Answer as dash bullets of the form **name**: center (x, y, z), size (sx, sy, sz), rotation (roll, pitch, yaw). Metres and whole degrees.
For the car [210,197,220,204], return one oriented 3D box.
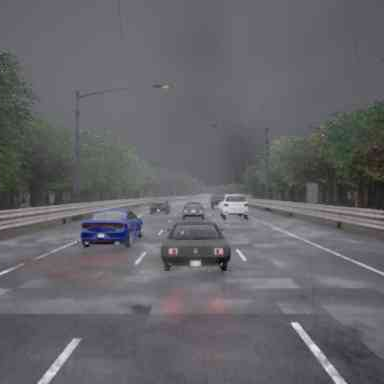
- **car**: center (4.767, 1.815, 70.785), size (2.033, 1.411, 5.357), rotation (0, -1, 3)

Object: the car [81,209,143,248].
- **car**: center (-3.397, 1.484, 14.914), size (1.882, 1.535, 5.008), rotation (0, 0, 0)

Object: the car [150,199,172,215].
- **car**: center (-3.276, 1.564, 35.310), size (1.837, 1.490, 4.892), rotation (0, 0, 1)

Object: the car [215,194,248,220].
- **car**: center (3.542, 1.230, 29.176), size (2.150, 2.045, 5.566), rotation (0, 0, 1)

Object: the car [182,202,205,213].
- **car**: center (0.144, 1.586, 28.677), size (2.033, 1.411, 5.357), rotation (0, 0, 0)

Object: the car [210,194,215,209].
- **car**: center (3.908, 1.312, 49.046), size (2.150, 2.045, 5.566), rotation (0, 0, 2)

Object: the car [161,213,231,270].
- **car**: center (0.103, 1.603, 11.030), size (1.895, 1.301, 4.718), rotation (0, 0, 0)
